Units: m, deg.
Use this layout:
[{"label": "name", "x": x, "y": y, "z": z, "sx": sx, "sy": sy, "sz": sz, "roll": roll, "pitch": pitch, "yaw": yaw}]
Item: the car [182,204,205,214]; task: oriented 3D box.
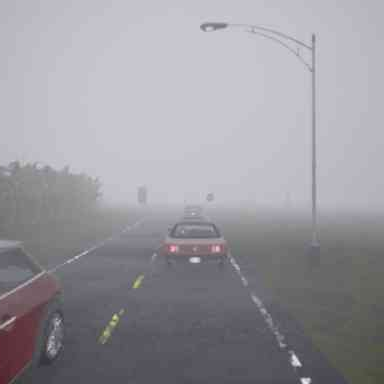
[{"label": "car", "x": 0.104, "y": 1.745, "z": 28.060, "sx": 2.033, "sy": 1.411, "sz": 5.357, "roll": 0, "pitch": 0, "yaw": 0}]

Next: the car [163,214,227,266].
[{"label": "car", "x": 0.099, "y": 1.685, "z": 11.814, "sx": 1.895, "sy": 1.301, "sz": 4.718, "roll": 0, "pitch": 0, "yaw": 0}]

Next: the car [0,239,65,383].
[{"label": "car", "x": -2.850, "y": 1.373, "z": 2.821, "sx": 2.097, "sy": 1.767, "sz": 4.553, "roll": 0, "pitch": 0, "yaw": 0}]
